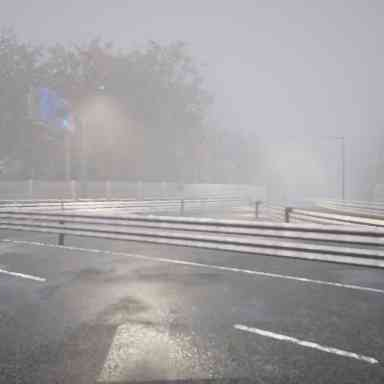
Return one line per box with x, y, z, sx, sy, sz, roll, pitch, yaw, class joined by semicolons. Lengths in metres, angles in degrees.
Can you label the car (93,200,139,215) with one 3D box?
-6.814;1.389;29.930;4.181;1.385;1.994;0;0;-32;car
